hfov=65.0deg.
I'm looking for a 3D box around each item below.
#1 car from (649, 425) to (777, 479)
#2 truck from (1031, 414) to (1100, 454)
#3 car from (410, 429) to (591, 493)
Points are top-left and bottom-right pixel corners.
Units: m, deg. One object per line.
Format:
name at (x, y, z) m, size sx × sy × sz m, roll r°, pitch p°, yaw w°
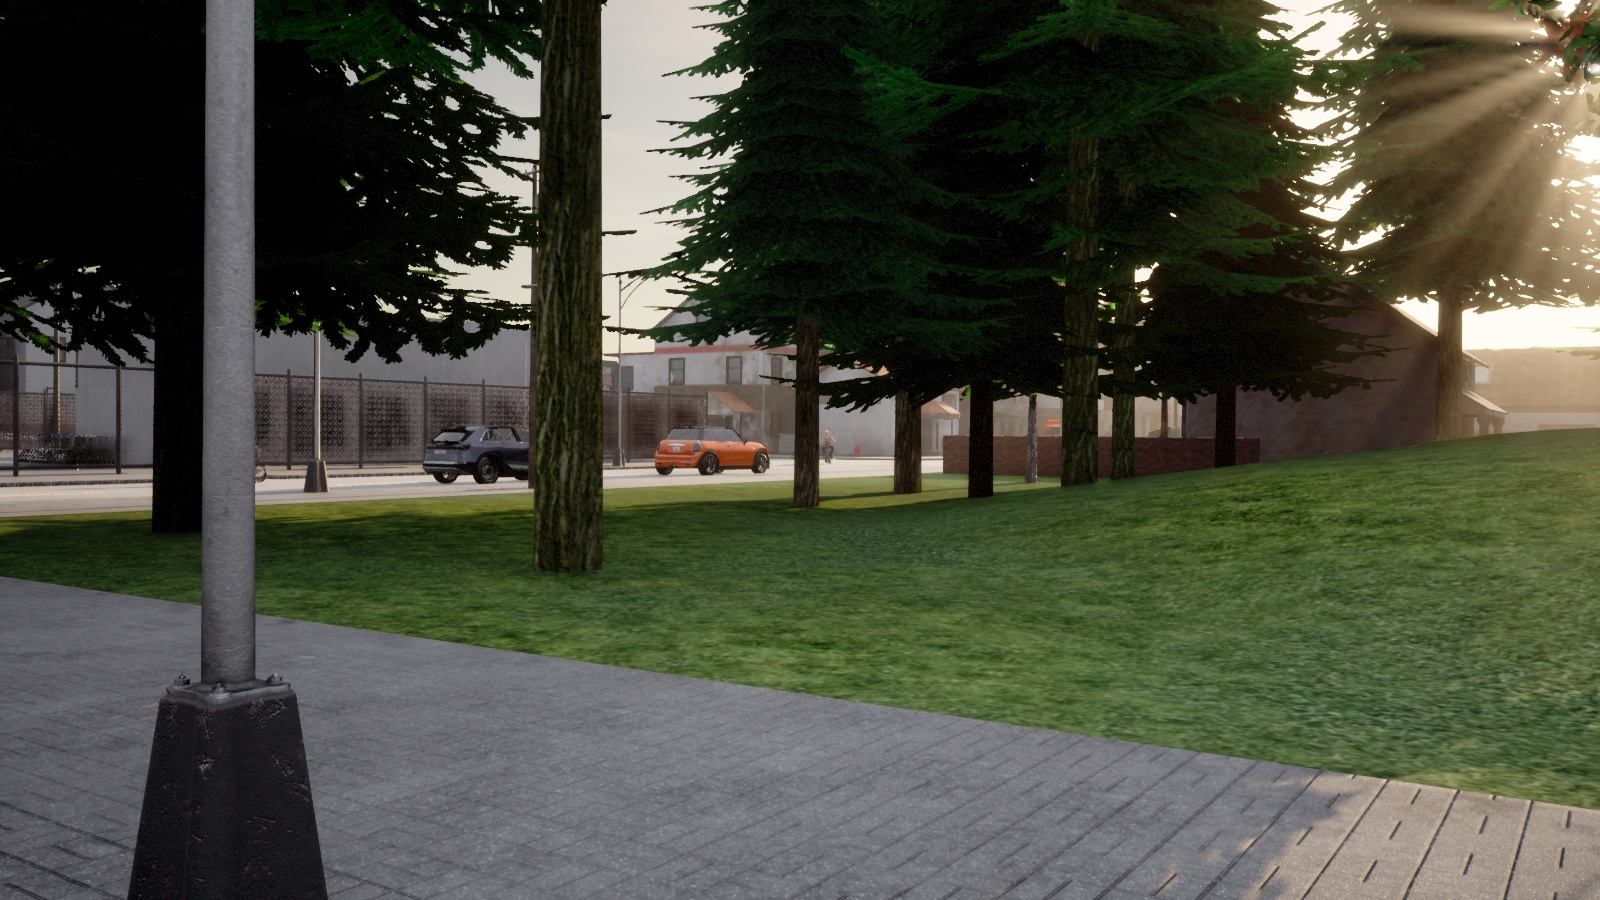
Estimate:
car at (-2.931, 0.024, 43.387) m, size 2.097 × 1.767 × 4.553 m, roll 0°, pitch 1°, yaw 33°
truck at (17.161, -1.016, 80.939) m, size 2.627 × 2.467 × 5.204 m, roll 0°, pitch 1°, yaw 33°
car at (-8.315, 0.255, 35.293) m, size 2.033 × 1.649 × 4.856 m, roll 0°, pitch 1°, yaw 34°
